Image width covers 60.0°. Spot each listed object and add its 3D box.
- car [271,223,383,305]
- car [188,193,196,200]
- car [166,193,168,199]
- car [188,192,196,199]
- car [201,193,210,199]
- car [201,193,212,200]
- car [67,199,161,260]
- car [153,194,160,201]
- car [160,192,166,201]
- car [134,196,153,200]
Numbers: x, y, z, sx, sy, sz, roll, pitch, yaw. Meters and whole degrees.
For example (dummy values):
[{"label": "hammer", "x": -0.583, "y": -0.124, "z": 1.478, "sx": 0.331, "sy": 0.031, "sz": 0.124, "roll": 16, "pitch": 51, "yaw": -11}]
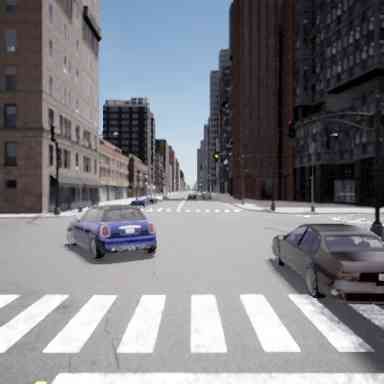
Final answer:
[{"label": "car", "x": 3.387, "y": 1.489, "z": 8.201, "sx": 2.033, "sy": 1.411, "sz": 5.357, "roll": 0, "pitch": 0, "yaw": 1}, {"label": "car", "x": 0.011, "y": 0.973, "z": 72.334, "sx": 1.882, "sy": 1.535, "sz": 5.008, "roll": 0, "pitch": 0, "yaw": 0}, {"label": "car", "x": -6.488, "y": 0.846, "z": 76.154, "sx": 1.882, "sy": 1.535, "sz": 5.008, "roll": 0, "pitch": 0, "yaw": 0}, {"label": "car", "x": 0.013, "y": 0.867, "z": 82.753, "sx": 1.882, "sy": 1.535, "sz": 5.008, "roll": 0, "pitch": 0, "yaw": 0}, {"label": "car", "x": 3.263, "y": 0.914, "z": 82.753, "sx": 2.128, "sy": 1.511, "sz": 4.902, "roll": 0, "pitch": 0, "yaw": 0}, {"label": "car", "x": 3.261, "y": 1.020, "z": 72.334, "sx": 2.128, "sy": 1.511, "sz": 4.902, "roll": 0, "pitch": 0, "yaw": 0}, {"label": "car", "x": -3.154, "y": 1.264, "z": 12.476, "sx": 2.097, "sy": 1.767, "sz": 4.553, "roll": -1, "pitch": 1, "yaw": -33}, {"label": "car", "x": -6.543, "y": 1.241, "z": 52.129, "sx": 1.895, "sy": 1.301, "sz": 4.718, "roll": 0, "pitch": 0, "yaw": 0}, {"label": "car", "x": -6.526, "y": 1.098, "z": 62.033, "sx": 1.812, "sy": 1.442, "sz": 4.674, "roll": 0, "pitch": 1, "yaw": 1}, {"label": "car", "x": -6.561, "y": 1.309, "z": 42.302, "sx": 1.895, "sy": 1.301, "sz": 4.718, "roll": 0, "pitch": 0, "yaw": 0}]
